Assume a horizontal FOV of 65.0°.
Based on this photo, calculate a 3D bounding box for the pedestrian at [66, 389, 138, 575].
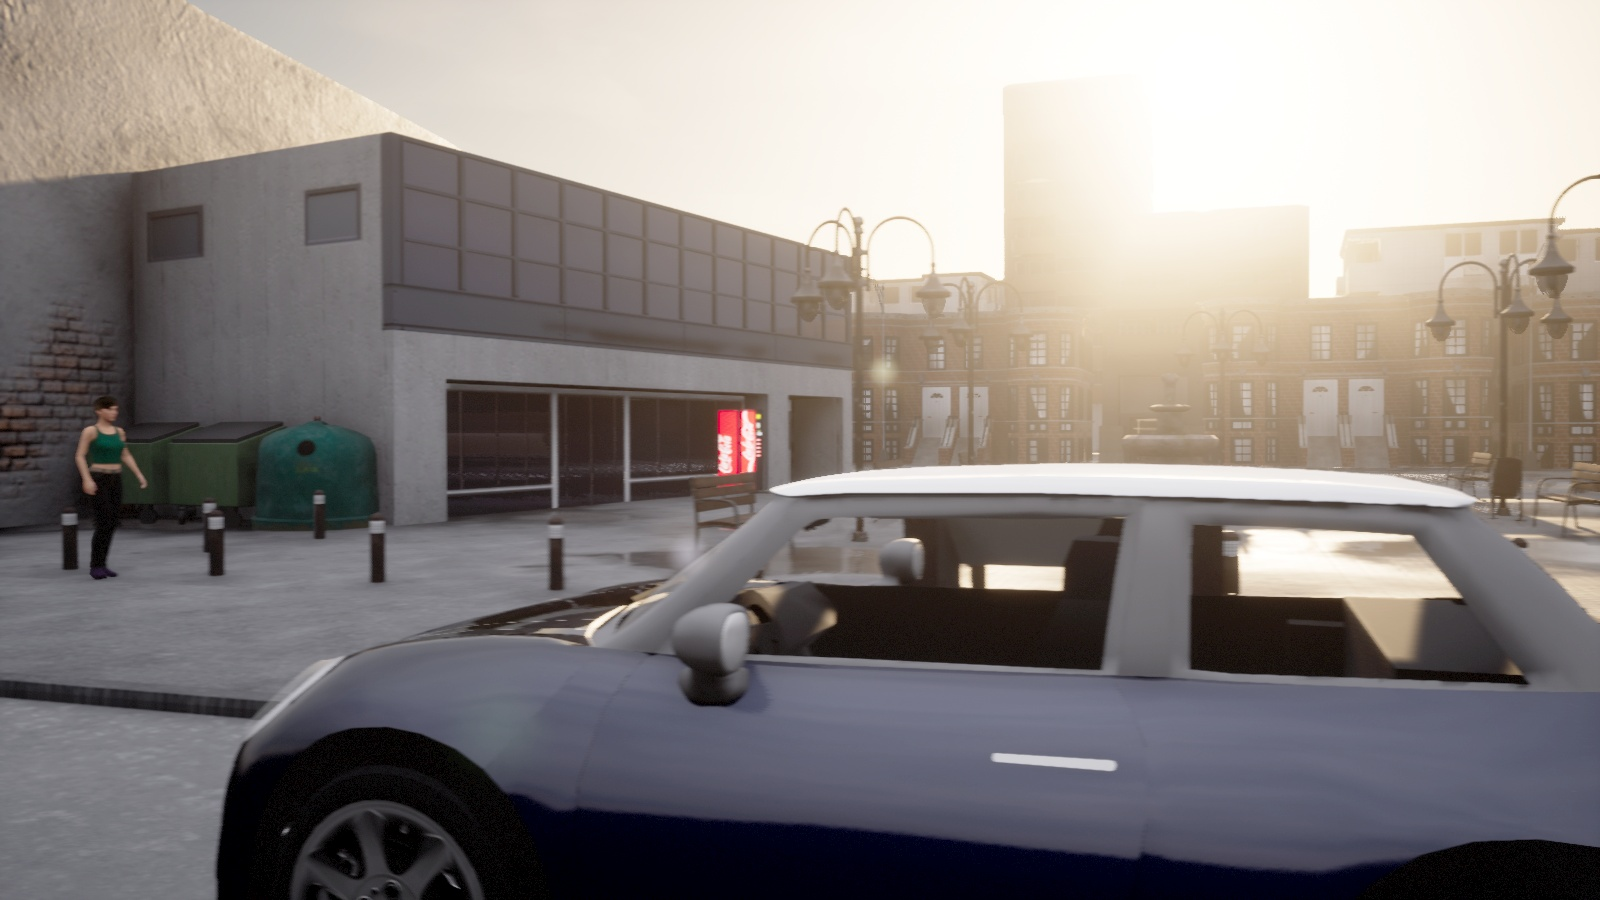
[{"bbox_3d":[-7.036,0.311,12.662,0.594,1.836,0.345,1,1,24],"label":"pedestrian"}]

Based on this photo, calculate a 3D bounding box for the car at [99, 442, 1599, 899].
[{"bbox_3d":[0.281,0.735,3.625,3.806,1.475,1.970,1,1,19],"label":"car"}]
